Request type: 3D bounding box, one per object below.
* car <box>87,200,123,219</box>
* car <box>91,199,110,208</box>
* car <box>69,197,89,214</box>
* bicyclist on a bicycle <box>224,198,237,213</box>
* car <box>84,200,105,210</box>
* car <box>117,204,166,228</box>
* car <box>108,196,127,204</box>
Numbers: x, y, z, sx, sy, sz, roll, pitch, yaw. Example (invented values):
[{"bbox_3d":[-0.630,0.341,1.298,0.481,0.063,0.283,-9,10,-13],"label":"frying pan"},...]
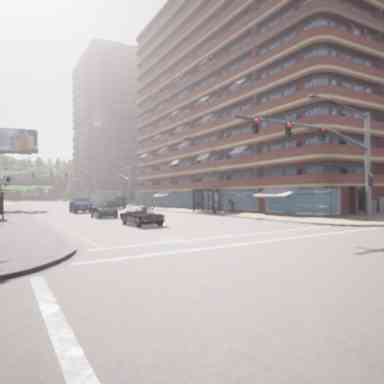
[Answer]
[{"bbox_3d":[-8.813,1.827,33.315,1.837,1.490,4.892,-1,0,-30],"label":"car"},{"bbox_3d":[-17.212,2.120,62.263,2.033,1.411,5.357,-1,0,-30],"label":"car"},{"bbox_3d":[-14.389,1.665,43.067,2.150,2.045,5.566,-1,0,-30],"label":"car"},{"bbox_3d":[4.046,1.441,34.966,1.656,1.620,0.582,-1,0,-30],"label":"bicyclist on a bicycle"},{"bbox_3d":[-15.429,2.050,52.206,2.033,1.411,5.357,-1,0,-29],"label":"car"},{"bbox_3d":[-3.685,1.808,24.364,1.895,1.301,4.718,-1,0,-30],"label":"car"},{"bbox_3d":[-12.193,1.682,53.582,2.150,2.045,5.566,-1,0,-29],"label":"car"}]
